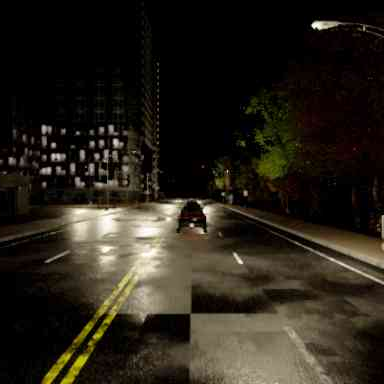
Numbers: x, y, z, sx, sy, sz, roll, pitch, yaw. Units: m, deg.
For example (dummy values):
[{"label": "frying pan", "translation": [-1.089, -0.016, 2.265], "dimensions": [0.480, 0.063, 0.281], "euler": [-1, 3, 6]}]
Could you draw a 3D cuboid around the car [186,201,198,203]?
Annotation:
[{"label": "car", "translation": [0.071, 1.746, 30.049], "dimensions": [1.837, 1.490, 4.892], "euler": [0, 0, 0]}]

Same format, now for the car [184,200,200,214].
[{"label": "car", "translation": [-0.011, 1.793, 40.404], "dimensions": [1.882, 1.535, 5.008], "euler": [0, 0, 0]}]

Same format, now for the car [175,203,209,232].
[{"label": "car", "translation": [-0.009, 1.680, 21.251], "dimensions": [1.837, 1.490, 4.892], "euler": [0, -1, 0]}]
